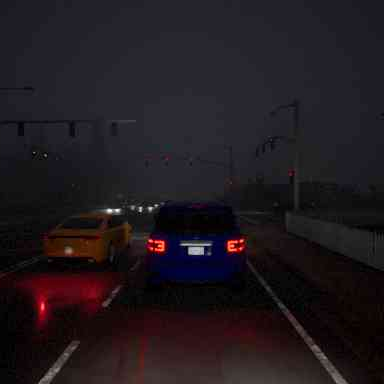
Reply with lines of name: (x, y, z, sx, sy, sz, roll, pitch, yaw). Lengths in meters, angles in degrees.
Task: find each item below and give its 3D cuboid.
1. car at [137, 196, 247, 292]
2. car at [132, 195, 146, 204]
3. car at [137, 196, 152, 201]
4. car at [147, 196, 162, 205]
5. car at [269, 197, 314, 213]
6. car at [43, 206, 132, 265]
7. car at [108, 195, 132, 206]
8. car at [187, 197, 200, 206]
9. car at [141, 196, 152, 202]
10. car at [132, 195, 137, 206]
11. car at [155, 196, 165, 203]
car: (0.089, 1.221, 9.061, 2.150, 2.045, 5.566, 0, 0, 0)
car: (-10.336, 1.478, 65.391, 1.882, 1.535, 5.008, 0, 0, 1)
car: (-6.927, 1.526, 51.649, 1.812, 1.442, 4.674, 0, 0, 0)
car: (-6.885, 1.547, 61.238, 2.033, 1.411, 5.357, 0, 0, 1)
car: (10.754, 1.352, 36.109, 4.553, 1.767, 2.097, 0, 0, -1)
car: (-3.389, 1.478, 11.686, 1.882, 1.535, 5.008, 0, 0, 0)
car: (-10.454, 1.491, 47.050, 2.128, 1.511, 4.902, 0, 0, 0)
car: (0.241, 1.547, 57.218, 2.033, 1.411, 5.357, 0, 0, 0)
car: (-10.277, 1.595, 75.316, 1.895, 1.301, 4.718, 0, 0, 0)
car: (-10.416, 1.352, 56.178, 2.097, 1.767, 4.553, 0, 0, 0)
car: (-6.789, 1.524, 71.176, 1.812, 1.442, 4.674, 0, 0, 0)
